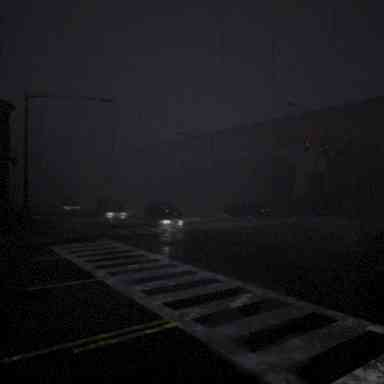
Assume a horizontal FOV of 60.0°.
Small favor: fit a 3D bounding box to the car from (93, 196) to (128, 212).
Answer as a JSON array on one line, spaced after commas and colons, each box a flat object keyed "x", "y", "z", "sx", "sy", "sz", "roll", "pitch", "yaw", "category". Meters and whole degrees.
[{"x": -10.070, "y": 1.550, "z": 40.776, "sx": 1.882, "sy": 1.535, "sz": 5.008, "roll": 0, "pitch": 0, "yaw": -36, "category": "car"}]

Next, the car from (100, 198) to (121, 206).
[{"x": -14.636, "y": 1.706, "z": 59.374, "sx": 1.895, "sy": 1.301, "sz": 4.718, "roll": 0, "pitch": 0, "yaw": -39, "category": "car"}]

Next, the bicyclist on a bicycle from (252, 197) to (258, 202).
[{"x": 8.194, "y": 1.445, "z": 43.540, "sx": 1.656, "sy": 1.620, "sz": 0.582, "roll": 0, "pitch": 0, "yaw": -35, "category": "bicyclist on a bicycle"}]

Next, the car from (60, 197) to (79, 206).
[{"x": -20.477, "y": 1.551, "z": 55.487, "sx": 1.882, "sy": 1.535, "sz": 5.008, "roll": 0, "pitch": 0, "yaw": -36, "category": "car"}]

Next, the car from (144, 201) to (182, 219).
[{"x": -2.740, "y": 1.597, "z": 30.479, "sx": 1.812, "sy": 1.442, "sz": 4.674, "roll": 0, "pitch": 0, "yaw": -35, "category": "car"}]

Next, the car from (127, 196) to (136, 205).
[{"x": -12.394, "y": 1.473, "z": 62.249, "sx": 2.097, "sy": 1.767, "sz": 4.553, "roll": 0, "pitch": 0, "yaw": -39, "category": "car"}]

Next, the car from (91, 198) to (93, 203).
[{"x": -19.168, "y": 1.576, "z": 69.576, "sx": 4.718, "sy": 1.301, "sz": 1.895, "roll": 0, "pitch": 0, "yaw": 37, "category": "car"}]

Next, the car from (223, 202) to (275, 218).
[{"x": 5.342, "y": 1.650, "z": 31.579, "sx": 2.033, "sy": 1.411, "sz": 5.357, "roll": 0, "pitch": 0, "yaw": -35, "category": "car"}]
